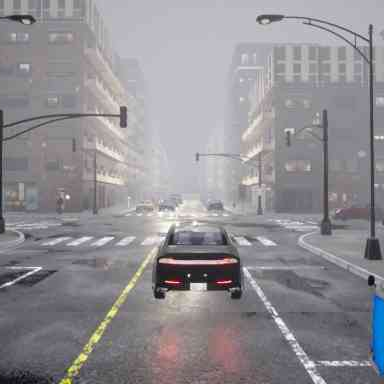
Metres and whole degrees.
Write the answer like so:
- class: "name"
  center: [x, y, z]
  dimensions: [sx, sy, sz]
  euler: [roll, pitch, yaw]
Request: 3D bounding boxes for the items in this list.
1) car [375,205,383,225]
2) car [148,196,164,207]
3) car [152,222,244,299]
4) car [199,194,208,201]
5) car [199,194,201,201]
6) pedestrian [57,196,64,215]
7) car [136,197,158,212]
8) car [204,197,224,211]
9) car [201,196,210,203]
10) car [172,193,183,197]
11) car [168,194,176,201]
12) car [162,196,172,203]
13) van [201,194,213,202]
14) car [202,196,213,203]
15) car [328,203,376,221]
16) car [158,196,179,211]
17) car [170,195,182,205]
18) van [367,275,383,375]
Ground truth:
- class: "car"
  center: [13.586, 1.583, 19.654]
  dimensions: [4.313, 1.339, 1.947]
  euler: [0, -1, 1]
- class: "car"
  center: [-5.553, 1.459, 51.182]
  dimensions: [1.967, 1.590, 4.097]
  euler: [1, 0, 0]
- class: "car"
  center: [0.121, 1.494, 8.419]
  dimensions: [2.128, 1.511, 4.902]
  euler: [0, 0, 0]
- class: "car"
  center: [2.911, 1.351, 85.017]
  dimensions: [2.192, 1.841, 5.009]
  euler: [1, 0, 0]
- class: "car"
  center: [2.867, 1.552, 68.259]
  dimensions: [1.752, 1.417, 4.829]
  euler: [1, 0, 0]
- class: "pedestrian"
  center: [-12.464, 1.217, 31.355]
  dimensions: [0.375, 1.860, 0.375]
  euler: [0, -1, 1]
- class: "car"
  center: [-5.581, 1.539, 39.726]
  dimensions: [1.752, 1.417, 4.829]
  euler: [1, 0, 0]
- class: "car"
  center: [2.799, 1.580, 39.877]
  dimensions: [1.947, 1.339, 4.313]
  euler: [1, 0, 0]
- class: "car"
  center: [2.879, 1.612, 73.732]
  dimensions: [1.802, 1.307, 4.206]
  euler: [1, 0, 0]
- class: "car"
  center: [-2.915, 1.245, 61.515]
  dimensions: [2.150, 2.045, 5.566]
  euler: [0, 0, 1]
- class: "car"
  center: [-5.458, 1.480, 90.680]
  dimensions: [1.967, 1.590, 4.097]
  euler: [1, 0, 0]
- class: "car"
  center: [-5.500, 1.574, 73.752]
  dimensions: [1.887, 1.381, 4.507]
  euler: [1, 0, 0]
- class: "van"
  center: [2.843, 1.362, 56.804]
  dimensions: [1.690, 1.788, 3.998]
  euler: [1, 0, 0]
- class: "car"
  center: [2.812, 1.567, 45.519]
  dimensions: [2.008, 1.369, 4.403]
  euler: [1, 0, 0]
- class: "car"
  center: [13.709, 1.608, 28.035]
  dimensions: [4.097, 1.590, 1.967]
  euler: [0, -1, 1]
- class: "car"
  center: [-3.003, 1.562, 40.874]
  dimensions: [2.033, 1.411, 5.357]
  euler: [0, 0, 0]
- class: "car"
  center: [-2.972, 1.544, 50.778]
  dimensions: [1.812, 1.442, 4.674]
  euler: [0, 0, 0]
- class: "van"
  center: [2.679, 1.342, 1.930]
  dimensions: [1.690, 1.788, 3.998]
  euler: [1, 0, 0]
